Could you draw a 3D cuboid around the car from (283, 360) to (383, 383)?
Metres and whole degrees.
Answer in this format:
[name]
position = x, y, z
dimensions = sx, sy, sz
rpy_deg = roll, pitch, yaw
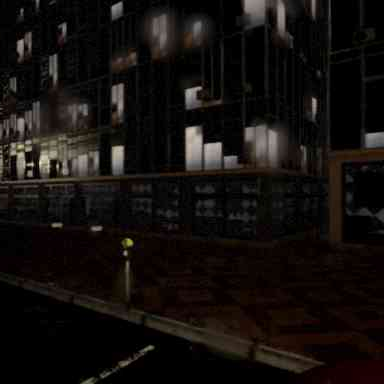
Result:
[car]
position = 2.388, 1.538, 1.176
dimensions = 4.507, 1.381, 1.887
rpy_deg = 0, 0, 35
